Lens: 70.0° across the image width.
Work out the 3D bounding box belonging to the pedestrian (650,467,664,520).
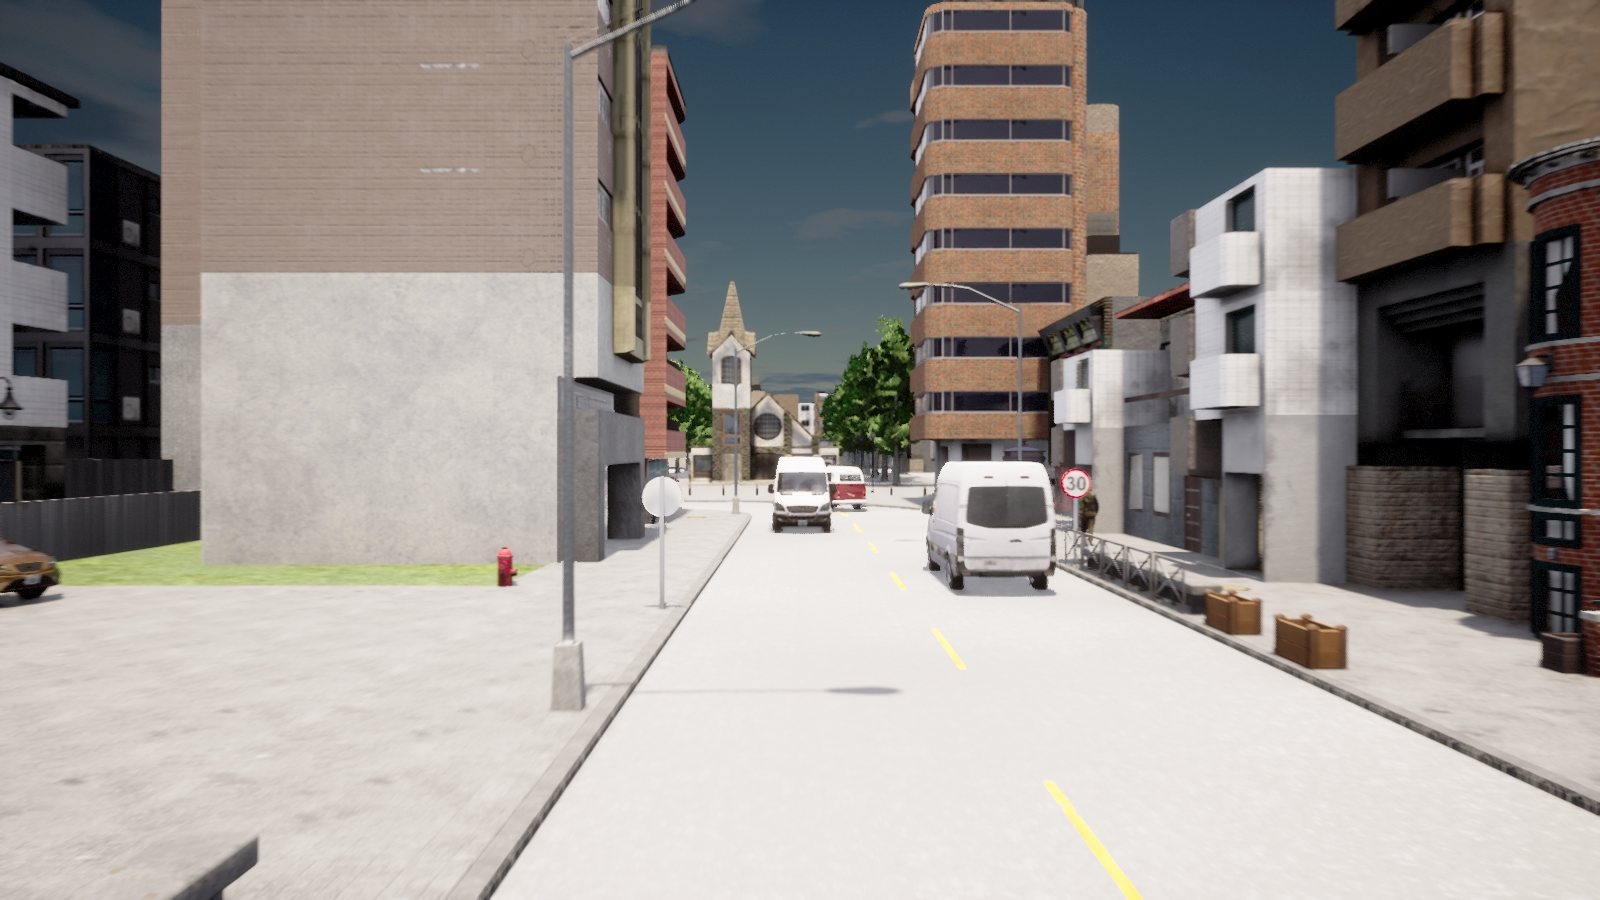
[{"bbox_3d":[-5.038,1.524,40.249,0.375,1.860,0.375,0,0,-33],"label":"pedestrian"}]

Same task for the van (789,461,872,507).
[{"bbox_3d":[1.381,1.568,53.927,2.069,2.038,4.480,1,0,-26],"label":"van"}]

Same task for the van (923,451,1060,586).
[{"bbox_3d":[3.977,1.315,24.811,1.988,2.561,5.915,0,0,0],"label":"van"}]

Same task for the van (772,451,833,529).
[{"bbox_3d":[0.054,1.315,40.563,1.988,2.561,5.915,0,0,-1],"label":"van"}]

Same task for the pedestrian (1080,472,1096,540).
[{"bbox_3d":[7.889,1.525,31.317,0.375,1.860,0.375,0,0,5],"label":"pedestrian"}]
